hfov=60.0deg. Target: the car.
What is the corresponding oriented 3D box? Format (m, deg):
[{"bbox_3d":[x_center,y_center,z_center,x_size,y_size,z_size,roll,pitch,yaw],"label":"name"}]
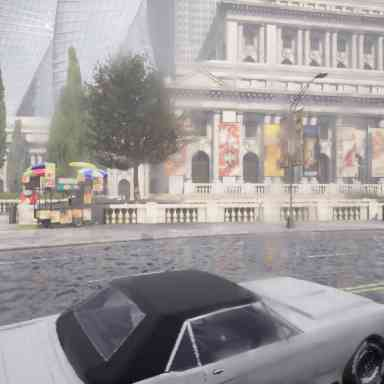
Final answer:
[{"bbox_3d":[0.202,1.600,3.687,4.718,1.301,1.895,0,0,-30],"label":"car"}]
